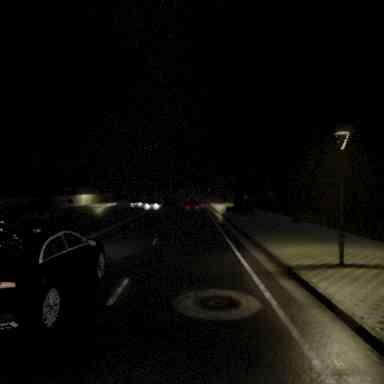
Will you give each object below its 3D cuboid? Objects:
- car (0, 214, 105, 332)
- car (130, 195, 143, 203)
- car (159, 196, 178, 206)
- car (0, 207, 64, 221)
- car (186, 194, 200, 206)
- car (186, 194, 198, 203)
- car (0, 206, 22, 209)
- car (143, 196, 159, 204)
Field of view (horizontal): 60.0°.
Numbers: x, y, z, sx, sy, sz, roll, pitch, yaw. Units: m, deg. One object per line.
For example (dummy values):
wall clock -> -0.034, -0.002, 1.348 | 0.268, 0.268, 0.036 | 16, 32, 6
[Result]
car -> -3.151, 1.456, 6.708 | 2.128, 1.511, 4.902 | 0, 0, 0
car -> -9.786, 1.283, 59.574 | 1.994, 1.385, 4.181 | 0, 0, 1
car -> -3.153, 1.316, 48.060 | 2.033, 1.411, 5.357 | 0, 0, 0
car -> -6.601, 1.489, 14.577 | 1.994, 1.385, 4.181 | 0, 0, 0
car -> 0.109, 1.283, 50.569 | 1.812, 1.442, 4.674 | 0, 0, 1
car -> -0.005, 1.187, 64.141 | 2.128, 1.511, 4.902 | 0, 0, 0
car -> -9.850, 1.472, 17.896 | 1.994, 1.385, 4.181 | 0, 0, 0
car -> -6.551, 1.334, 55.972 | 1.895, 1.301, 4.718 | 0, 0, 1
